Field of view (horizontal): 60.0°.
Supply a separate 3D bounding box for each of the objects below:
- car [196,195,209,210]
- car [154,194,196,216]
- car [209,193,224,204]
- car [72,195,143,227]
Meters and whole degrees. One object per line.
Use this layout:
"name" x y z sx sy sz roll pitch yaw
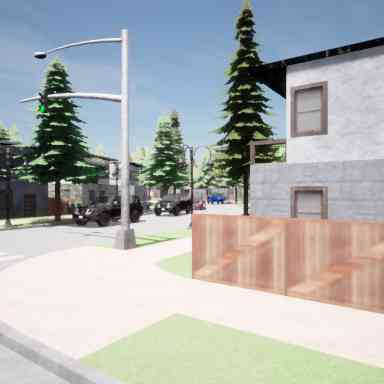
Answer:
"car" 0.510 1.333 42.070 2.097 1.767 4.553 0 0 9
"car" -1.747 1.202 32.471 2.150 2.045 5.566 0 0 18
"car" 4.266 1.202 60.854 2.150 2.045 5.566 0 0 -9
"car" -5.640 1.202 23.094 2.150 2.045 5.566 0 0 27
